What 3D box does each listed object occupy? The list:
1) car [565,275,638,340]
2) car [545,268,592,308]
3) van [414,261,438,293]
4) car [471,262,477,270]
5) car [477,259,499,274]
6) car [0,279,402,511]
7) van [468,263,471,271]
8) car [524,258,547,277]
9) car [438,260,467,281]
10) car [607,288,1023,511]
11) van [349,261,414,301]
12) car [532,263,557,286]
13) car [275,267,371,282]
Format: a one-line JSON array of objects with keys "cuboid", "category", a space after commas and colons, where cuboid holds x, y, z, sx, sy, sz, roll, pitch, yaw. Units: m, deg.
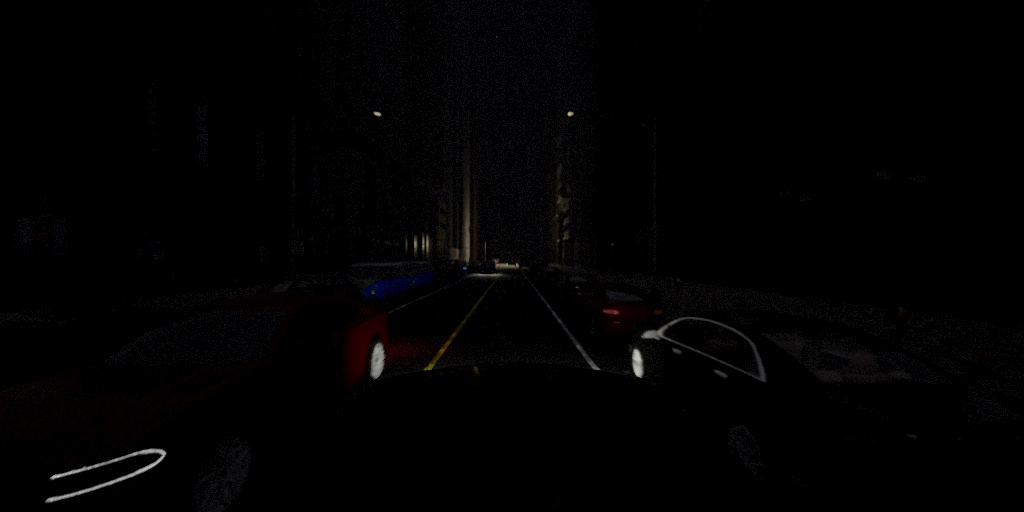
[{"cuboid": [2.764, 1.379, 9.896, 1.802, 1.307, 4.207, 0, 0, 0], "category": "car"}, {"cuboid": [2.765, 1.380, 15.532, 2.007, 1.370, 4.403, 0, 0, 0], "category": "car"}, {"cuboid": [-5.759, 1.204, 21.154, 1.690, 1.789, 3.998, 0, 0, 0], "category": "van"}, {"cuboid": [-5.753, 1.622, 54.972, 1.888, 1.381, 4.507, 0, 0, 0], "category": "car"}, {"cuboid": [-3.072, 1.499, 46.628, 1.882, 1.535, 5.008, 0, 0, 0], "category": "car"}, {"cuboid": [-3.100, 1.242, 4.341, 1.882, 1.535, 5.008, 0, 0, 0], "category": "car"}, {"cuboid": [-5.756, 1.307, 38.063, 1.690, 1.789, 3.998, 0, 0, 0], "category": "van"}, {"cuboid": [2.769, 1.282, 38.076, 2.192, 1.841, 5.009, 0, 0, 0], "category": "car"}, {"cuboid": [-5.757, 1.246, 32.426, 2.192, 1.841, 5.009, 0, 0, 0], "category": "car"}, {"cuboid": [2.763, 1.315, 4.260, 2.007, 1.370, 4.403, 0, 0, 0], "category": "car"}, {"cuboid": [-5.760, 1.170, 15.518, 1.690, 1.789, 3.998, 0, 0, 0], "category": "van"}, {"cuboid": [2.767, 1.442, 26.804, 1.888, 1.381, 4.507, 0, 0, 0], "category": "car"}, {"cuboid": [-5.761, 1.236, 9.882, 1.967, 1.591, 4.097, 0, 0, 0], "category": "car"}]
